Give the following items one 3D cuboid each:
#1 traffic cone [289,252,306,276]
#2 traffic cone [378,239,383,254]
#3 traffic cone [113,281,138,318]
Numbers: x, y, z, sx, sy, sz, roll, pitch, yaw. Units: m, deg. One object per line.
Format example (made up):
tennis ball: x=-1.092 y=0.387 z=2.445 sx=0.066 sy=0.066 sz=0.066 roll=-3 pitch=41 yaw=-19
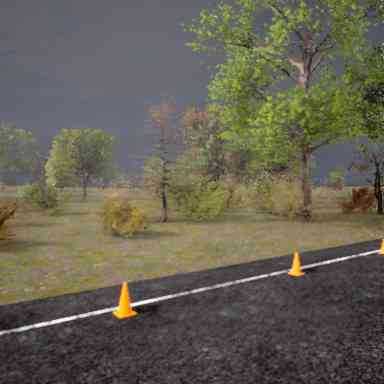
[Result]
traffic cone: x=2.844 y=1.925 z=9.030 sx=0.340 sy=0.580 sz=0.340 roll=0 pitch=0 yaw=-36
traffic cone: x=6.916 y=1.904 z=11.933 sx=0.340 sy=0.580 sz=0.340 roll=0 pitch=0 yaw=-36
traffic cone: x=-1.227 y=1.946 z=6.126 sx=0.340 sy=0.580 sz=0.340 roll=0 pitch=0 yaw=-36
